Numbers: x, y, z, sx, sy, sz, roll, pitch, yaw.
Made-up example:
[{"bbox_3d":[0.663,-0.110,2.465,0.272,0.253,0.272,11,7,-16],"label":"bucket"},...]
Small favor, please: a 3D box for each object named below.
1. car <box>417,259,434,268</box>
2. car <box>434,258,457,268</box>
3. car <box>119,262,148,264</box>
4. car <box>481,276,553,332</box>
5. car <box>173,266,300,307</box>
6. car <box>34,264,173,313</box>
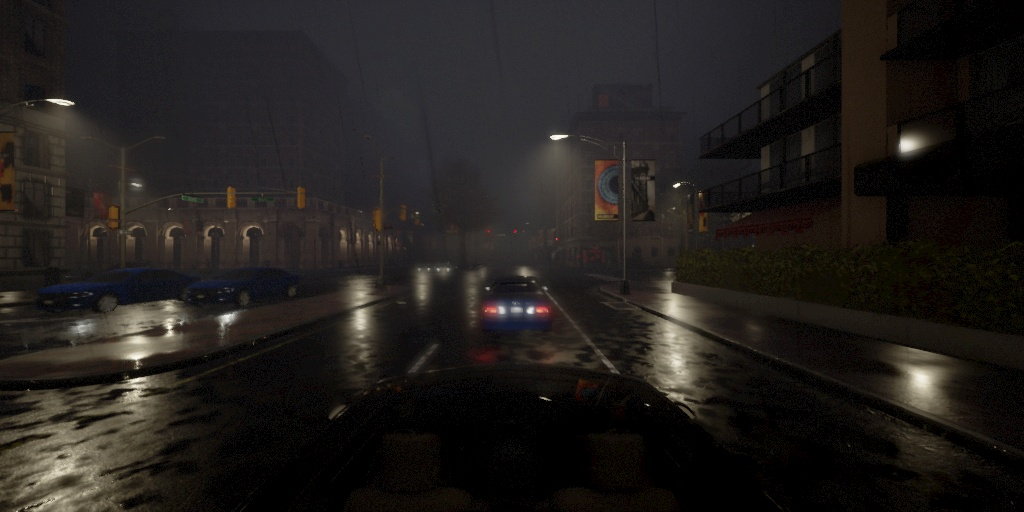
[{"bbox_3d":[-14.518,1.227,61.808,1.882,1.535,5.008,0,0,1],"label":"car"},{"bbox_3d":[-11.052,1.101,59.739,2.097,1.767,4.553,0,0,1],"label":"car"},{"bbox_3d":[-36.225,1.275,34.618,4.674,1.442,1.812,0,0,0],"label":"car"},{"bbox_3d":[0.146,1.297,10.789,2.033,1.411,5.357,0,0,1],"label":"car"},{"bbox_3d":[-11.484,1.227,15.750,1.882,1.535,5.008,0,0,1],"label":"car"},{"bbox_3d":[-15.000,1.227,14.113,1.882,1.535,5.008,0,0,1],"label":"car"}]
